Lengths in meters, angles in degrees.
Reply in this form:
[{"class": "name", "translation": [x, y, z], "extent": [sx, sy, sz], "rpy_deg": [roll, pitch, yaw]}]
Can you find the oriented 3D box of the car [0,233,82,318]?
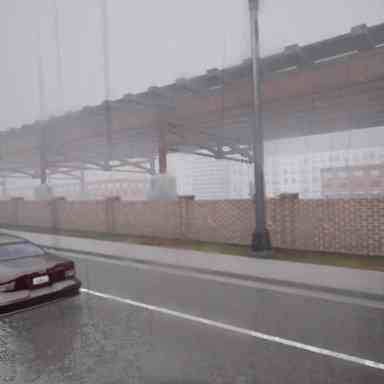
[{"class": "car", "translation": [-4.727, 1.642, 7.371], "extent": [5.357, 1.411, 2.033], "rpy_deg": [-1, 0, 36]}]
